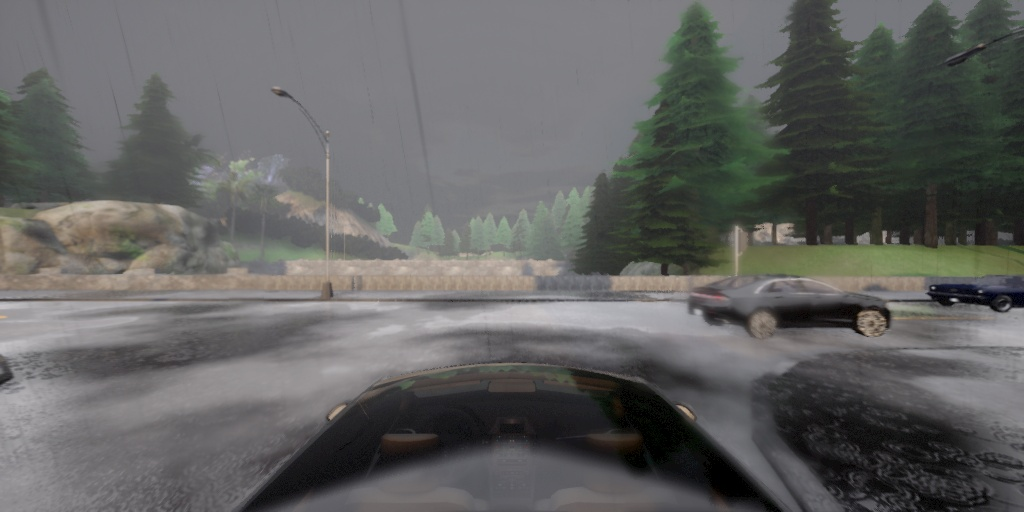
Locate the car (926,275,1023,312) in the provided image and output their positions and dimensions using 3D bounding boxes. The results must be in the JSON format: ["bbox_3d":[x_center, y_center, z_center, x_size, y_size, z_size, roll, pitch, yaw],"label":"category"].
[{"bbox_3d":[18.979,1.364,13.624,4.718,1.301,1.895,0,0,0],"label":"car"}]

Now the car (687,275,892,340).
[{"bbox_3d":[7.193,1.239,9.454,4.902,1.511,2.128,0,0,-6],"label":"car"}]
